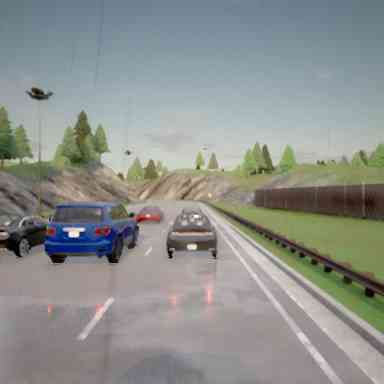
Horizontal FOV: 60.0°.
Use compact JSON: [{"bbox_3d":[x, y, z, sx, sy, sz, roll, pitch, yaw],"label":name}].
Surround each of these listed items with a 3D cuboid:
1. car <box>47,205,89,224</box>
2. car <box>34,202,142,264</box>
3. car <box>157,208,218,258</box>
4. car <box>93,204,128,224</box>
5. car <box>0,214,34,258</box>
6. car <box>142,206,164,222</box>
[{"bbox_3d":[-10.478,1.879,28.470,1.994,1.385,4.181,0,-1,0],"label":"car"},{"bbox_3d":[-3.490,1.364,12.548,2.150,2.045,5.566,0,0,0],"label":"car"},{"bbox_3d":[0.021,1.643,13.489,2.128,1.511,4.902,0,0,0],"label":"car"},{"bbox_3d":[-6.974,1.844,28.874,1.812,1.442,4.674,0,0,1],"label":"car"},{"bbox_3d":[-6.979,1.642,13.481,2.128,1.511,4.902,0,0,0],"label":"car"},{"bbox_3d":[-3.477,1.879,28.491,1.994,1.385,4.181,0,-1,0],"label":"car"}]
